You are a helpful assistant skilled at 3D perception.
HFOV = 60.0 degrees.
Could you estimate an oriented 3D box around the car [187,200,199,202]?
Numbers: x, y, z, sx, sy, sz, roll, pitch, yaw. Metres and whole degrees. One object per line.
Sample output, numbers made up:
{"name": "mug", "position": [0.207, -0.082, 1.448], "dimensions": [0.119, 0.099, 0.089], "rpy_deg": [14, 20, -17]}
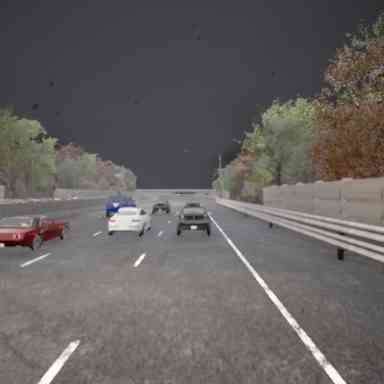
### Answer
{"name": "car", "position": [0.097, 1.647, 38.322], "dimensions": [1.837, 1.490, 4.892], "rpy_deg": [0, 0, 0]}

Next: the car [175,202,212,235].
{"name": "car", "position": [0.101, 1.568, 19.293], "dimensions": [1.837, 1.490, 4.892], "rpy_deg": [0, 0, 0]}

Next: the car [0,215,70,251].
{"name": "car", "position": [-6.897, 1.647, 14.242], "dimensions": [1.895, 1.301, 4.718], "rpy_deg": [0, 0, 0]}

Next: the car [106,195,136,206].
{"name": "car", "position": [-6.904, 1.342, 32.781], "dimensions": [2.150, 2.045, 5.566], "rpy_deg": [0, 0, 0]}

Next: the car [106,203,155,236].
{"name": "car", "position": [-3.413, 1.588, 18.724], "dimensions": [1.812, 1.442, 4.674], "rpy_deg": [0, 0, 0]}

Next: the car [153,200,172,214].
{"name": "car", "position": [-3.405, 1.646, 37.857], "dimensions": [1.837, 1.490, 4.892], "rpy_deg": [0, 0, 0]}
